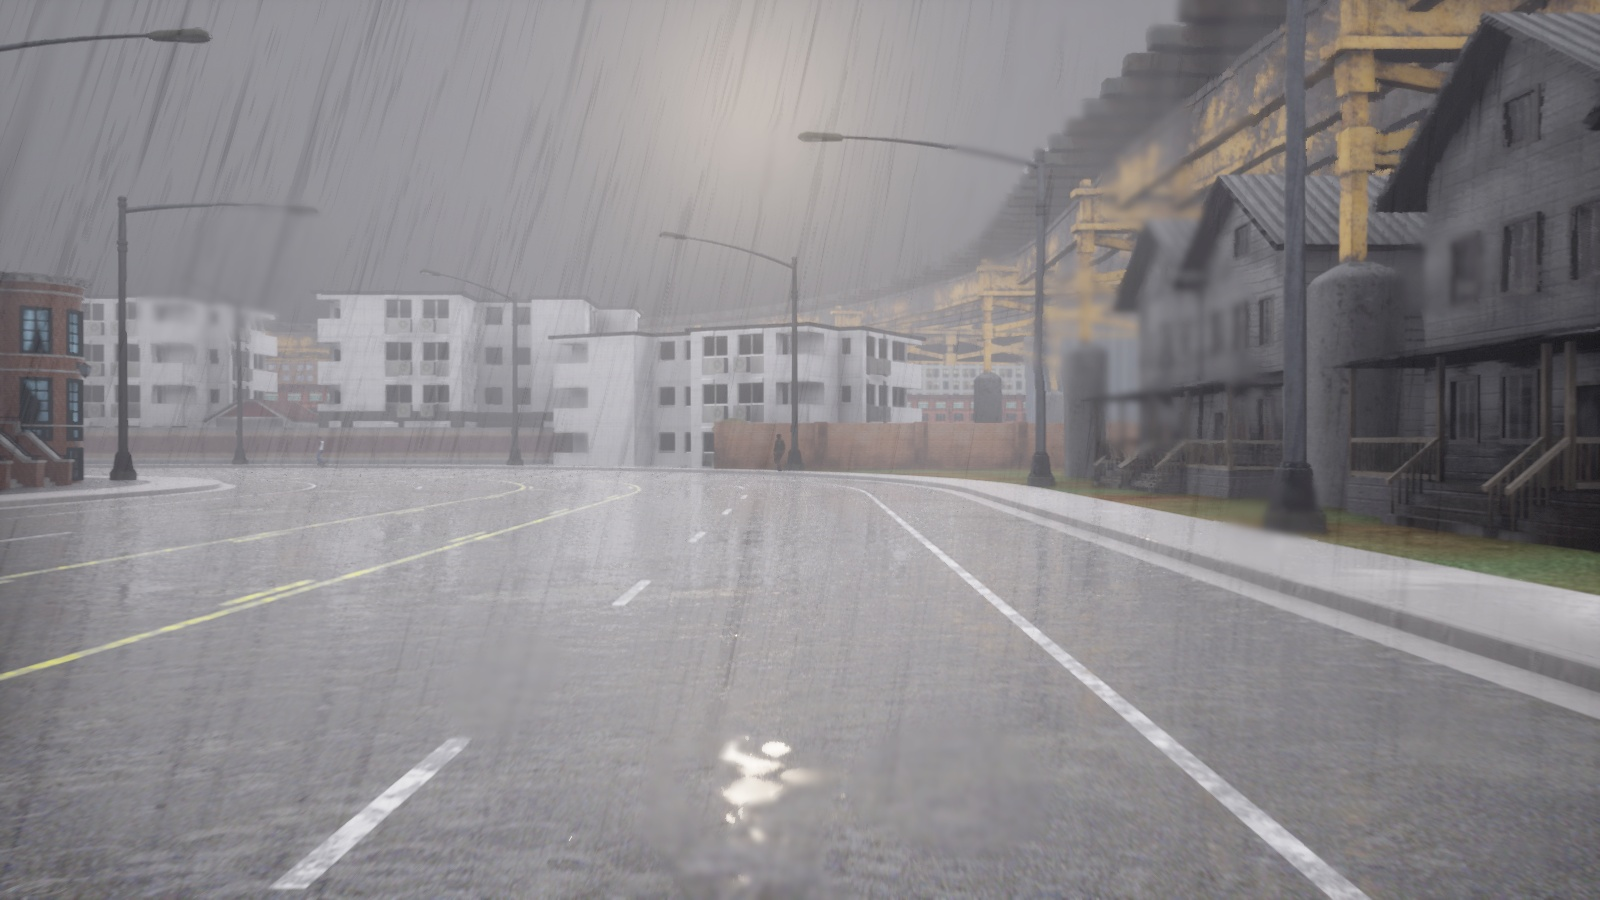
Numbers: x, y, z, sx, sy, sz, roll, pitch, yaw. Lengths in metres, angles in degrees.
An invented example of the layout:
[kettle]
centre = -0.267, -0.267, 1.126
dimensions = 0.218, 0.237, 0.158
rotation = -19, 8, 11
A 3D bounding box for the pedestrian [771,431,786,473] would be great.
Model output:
[pedestrian]
centre = -0.981, 0.075, 57.872
dimensions = 0.395, 1.930, 0.692
rotation = 0, 0, -30
